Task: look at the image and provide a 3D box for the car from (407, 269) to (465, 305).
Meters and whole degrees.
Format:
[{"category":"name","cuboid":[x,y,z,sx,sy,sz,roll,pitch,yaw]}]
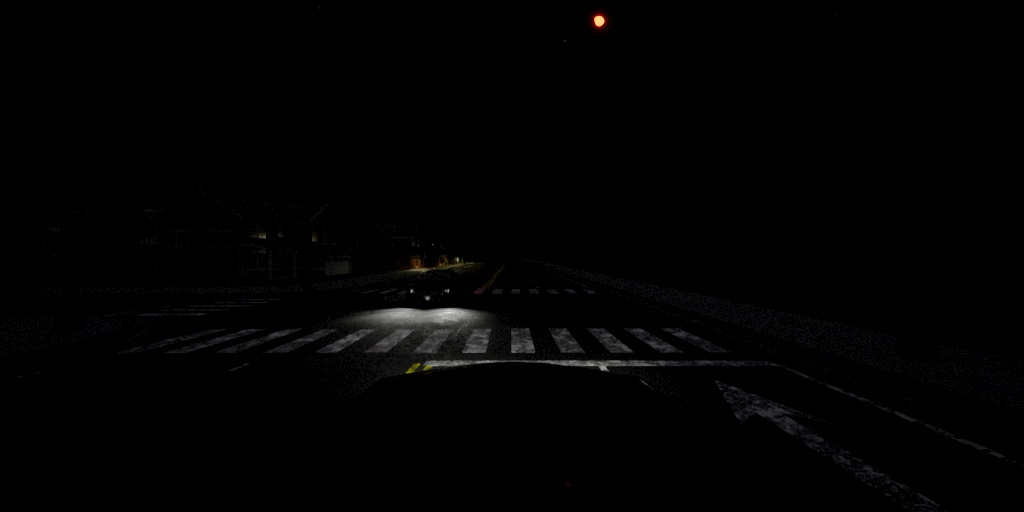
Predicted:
[{"category":"car","cuboid":[-3.246,1.334,16.101,1.812,1.442,4.674,0,0,0]}]
